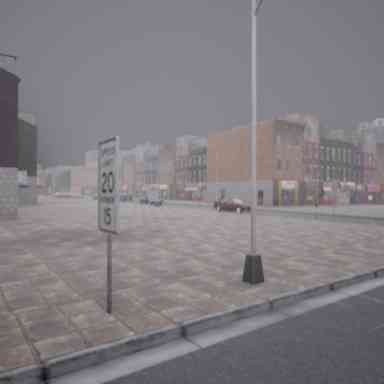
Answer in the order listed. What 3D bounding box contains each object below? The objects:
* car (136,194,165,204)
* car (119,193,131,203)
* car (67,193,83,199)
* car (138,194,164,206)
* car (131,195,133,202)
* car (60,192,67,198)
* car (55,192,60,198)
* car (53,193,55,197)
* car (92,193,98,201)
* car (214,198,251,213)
[{"bbox_3d":[-6.248,1.038,49.949,2.033,1.411,5.357,0,0,-35],"label":"car"},{"bbox_3d":[-12.094,0.910,52.900,1.882,1.535,5.008,0,0,-35],"label":"car"},{"bbox_3d":[-24.652,0.824,71.276,2.008,1.369,4.403,1,0,-35],"label":"car"},{"bbox_3d":[-5.588,1.091,44.385,1.947,1.339,4.313,1,0,-35],"label":"car"},{"bbox_3d":[-11.908,0.916,57.851,1.837,1.490,4.892,0,0,-35],"label":"car"},{"bbox_3d":[-27.829,0.784,75.757,1.887,1.381,4.507,1,0,-35],"label":"car"},{"bbox_3d":[-31.007,0.751,80.240,1.887,1.381,4.507,1,0,-35],"label":"car"},{"bbox_3d":[-34.086,0.702,84.582,1.752,1.417,4.829,1,0,-35],"label":"car"},{"bbox_3d":[-16.147,0.881,58.608,1.837,1.490,4.892,0,0,-35],"label":"car"},{"bbox_3d":[3.944,1.229,30.941,1.887,1.381,4.507,1,0,-35],"label":"car"}]
